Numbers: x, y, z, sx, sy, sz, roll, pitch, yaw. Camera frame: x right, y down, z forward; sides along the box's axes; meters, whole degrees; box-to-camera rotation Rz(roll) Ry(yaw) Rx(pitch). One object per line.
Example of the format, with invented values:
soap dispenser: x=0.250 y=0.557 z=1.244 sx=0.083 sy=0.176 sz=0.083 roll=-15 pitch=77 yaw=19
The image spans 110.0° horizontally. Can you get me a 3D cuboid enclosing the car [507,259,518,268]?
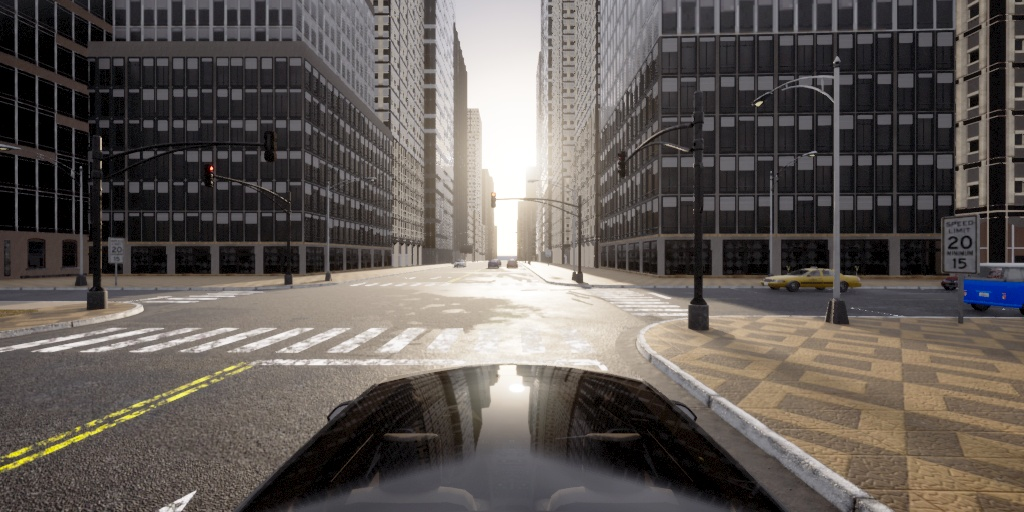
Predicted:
car: x=0.050 y=1.425 z=63.666 sx=1.994 sy=1.385 sz=4.181 roll=0 pitch=0 yaw=0

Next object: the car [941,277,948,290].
car: x=26.937 y=1.356 z=20.160 sx=4.207 sy=1.307 sz=1.802 roll=0 pitch=0 yaw=2

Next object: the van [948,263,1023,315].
van: x=18.367 y=1.119 z=12.479 sx=3.998 sy=1.789 sz=1.690 roll=0 pitch=0 yaw=2

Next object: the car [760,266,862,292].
car: x=17.103 y=1.293 z=20.652 sx=4.829 sy=1.417 sz=1.751 roll=0 pitch=0 yaw=2

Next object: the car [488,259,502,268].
car: x=-3.201 y=1.336 z=62.836 sx=1.882 sy=1.535 sz=5.008 roll=0 pitch=0 yaw=0
